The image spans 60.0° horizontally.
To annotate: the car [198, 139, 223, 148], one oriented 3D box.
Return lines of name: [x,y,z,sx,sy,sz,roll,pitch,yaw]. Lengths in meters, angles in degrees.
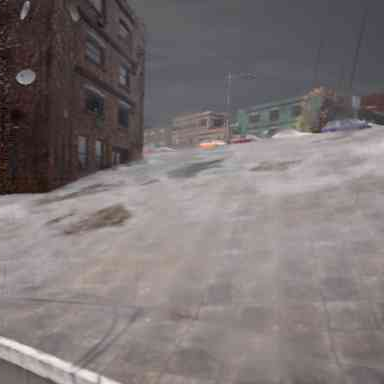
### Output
car: [2.659,-5.497,39.523,2.185,1.767,4.553,1,2,-36]

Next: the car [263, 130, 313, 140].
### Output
car: [9.258,-4.928,30.494,2.002,1.452,4.674,1,2,-36]

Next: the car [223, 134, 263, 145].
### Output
car: [5.915,-5.300,35.069,2.185,1.767,4.553,1,2,-36]

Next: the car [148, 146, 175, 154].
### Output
car: [-3.843,-5.752,48.414,2.231,1.521,4.892,1,2,-36]

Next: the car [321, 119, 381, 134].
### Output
car: [12.503,-4.894,26.058,2.185,1.767,4.553,1,2,-36]

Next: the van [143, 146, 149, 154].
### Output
van: [-7.021,-6.159,52.764,1.878,1.987,4.442,1,1,-36]
